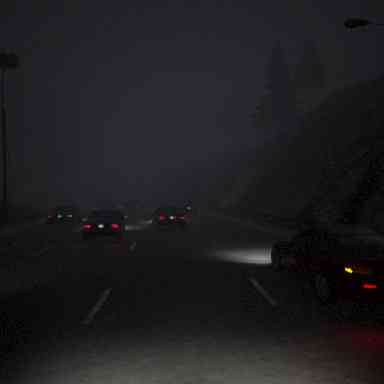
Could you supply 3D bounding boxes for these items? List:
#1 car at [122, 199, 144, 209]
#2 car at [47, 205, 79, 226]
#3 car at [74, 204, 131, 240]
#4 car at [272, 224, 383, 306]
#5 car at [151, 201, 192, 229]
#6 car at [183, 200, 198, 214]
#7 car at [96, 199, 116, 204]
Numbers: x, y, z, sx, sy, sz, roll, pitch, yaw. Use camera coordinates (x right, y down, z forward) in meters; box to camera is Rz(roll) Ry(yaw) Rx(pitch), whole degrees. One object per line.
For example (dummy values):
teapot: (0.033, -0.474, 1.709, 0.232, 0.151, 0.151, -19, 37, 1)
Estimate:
car: (-8.364, 1.693, 46.612, 1.895, 1.301, 4.718, 0, 0, -26)
car: (-9.254, 1.656, 24.541, 2.033, 1.411, 5.357, -1, 0, -11)
car: (-4.490, 1.600, 17.466, 2.033, 1.411, 5.357, -1, 0, -9)
car: (3.357, 1.485, 7.861, 1.812, 1.442, 4.674, 0, 0, -4)
car: (-1.642, 1.565, 22.003, 2.033, 1.411, 5.357, -1, 0, -11)
car: (-0.785, 1.571, 35.040, 1.994, 1.385, 4.181, -1, 0, -14)
car: (-11.678, 1.683, 44.985, 2.033, 1.411, 5.357, -1, 0, -27)
